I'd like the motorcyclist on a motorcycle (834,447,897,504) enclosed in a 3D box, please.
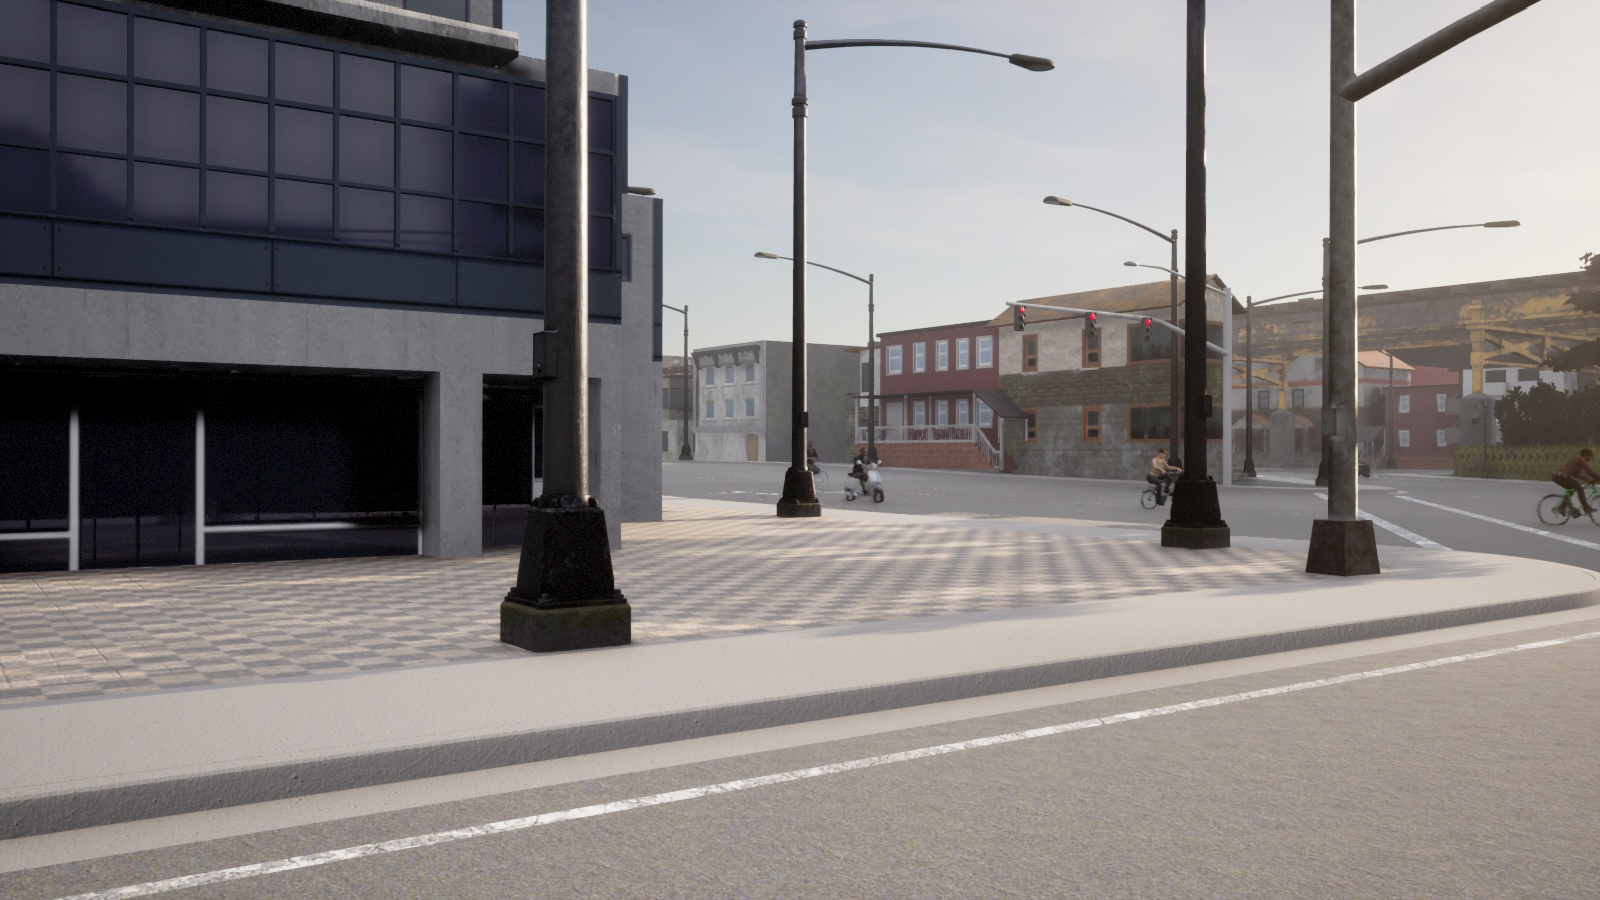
[{"bbox_3d":[1.874,0.716,36.232,0.866,1.590,1.817,0,0,-35],"label":"motorcyclist on a motorcycle"}]

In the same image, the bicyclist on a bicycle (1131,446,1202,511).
[{"bbox_3d":[9.275,0.704,31.830,0.866,1.612,1.509,0,0,-35],"label":"bicyclist on a bicycle"}]

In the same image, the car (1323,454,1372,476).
[{"bbox_3d":[35.472,0.933,81.462,1.994,1.385,4.181,0,0,10],"label":"car"}]

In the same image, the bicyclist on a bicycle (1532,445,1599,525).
[{"bbox_3d":[16.146,0.726,25.938,1.656,1.620,0.582,0,-3,4],"label":"bicyclist on a bicycle"}]
